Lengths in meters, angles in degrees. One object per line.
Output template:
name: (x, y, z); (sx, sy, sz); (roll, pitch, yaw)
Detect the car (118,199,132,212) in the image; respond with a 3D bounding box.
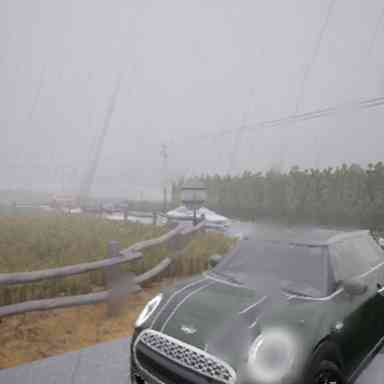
car: (-8.444, 1.485, 37.406); (2.128, 1.511, 4.902); (0, 0, -35)

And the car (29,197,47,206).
car: (-24.620, 1.557, 54.646); (4.181, 1.385, 1.994); (0, 0, 8)

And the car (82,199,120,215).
car: (-9.163, 1.596, 32.558); (1.895, 1.301, 4.718); (0, 0, -35)

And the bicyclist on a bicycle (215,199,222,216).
bicyclist on a bicycle: (2.388, 1.447, 27.768); (1.656, 1.620, 0.582); (0, 0, -35)

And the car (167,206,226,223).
car: (0.232, 1.521, 19.339); (1.812, 1.442, 4.674); (0, 0, -35)

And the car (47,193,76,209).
car: (-16.875, 1.215, 43.503); (2.150, 2.045, 5.566); (0, 0, -35)

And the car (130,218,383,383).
car: (1.379, 1.350, 4.643); (2.097, 1.767, 4.553); (0, 0, 44)
